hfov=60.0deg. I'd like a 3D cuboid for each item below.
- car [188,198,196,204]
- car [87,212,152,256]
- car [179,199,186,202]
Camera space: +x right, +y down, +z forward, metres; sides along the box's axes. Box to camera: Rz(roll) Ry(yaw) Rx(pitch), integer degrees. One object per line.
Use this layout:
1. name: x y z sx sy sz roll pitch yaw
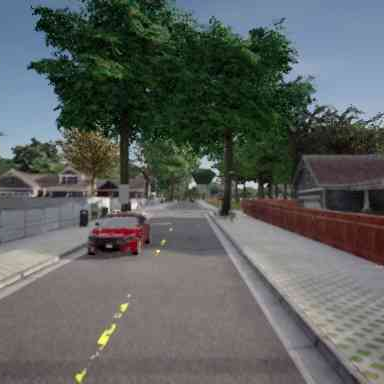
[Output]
1. car: 0.002 2.262 86.850 1.837 1.490 4.892 0 -1 0
2. car: -2.848 1.614 13.930 1.882 1.535 5.008 0 -1 0
3. car: -2.746 2.532 95.407 1.812 1.442 4.674 0 -1 0
